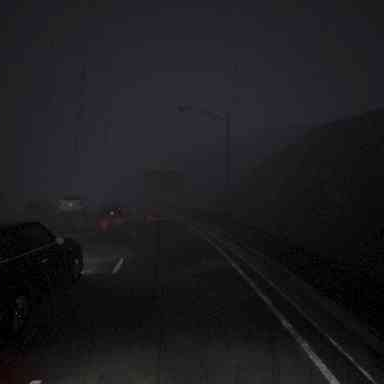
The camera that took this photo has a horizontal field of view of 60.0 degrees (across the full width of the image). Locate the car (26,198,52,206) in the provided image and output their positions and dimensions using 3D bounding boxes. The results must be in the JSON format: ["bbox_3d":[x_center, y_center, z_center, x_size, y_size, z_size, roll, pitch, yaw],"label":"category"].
[{"bbox_3d":[-15.526,1.390,33.861,1.882,1.535,5.008,0,0,-16],"label":"car"}]

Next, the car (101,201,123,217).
[{"bbox_3d":[-7.368,1.510,30.558,1.895,1.301,4.718,0,0,-14],"label":"car"}]

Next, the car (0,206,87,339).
[{"bbox_3d":[-3.754,1.336,6.653,2.097,1.767,4.553,0,0,-3],"label":"car"}]

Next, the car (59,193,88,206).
[{"bbox_3d":[-11.197,1.134,31.455,2.150,2.045,5.566,0,0,-14],"label":"car"}]

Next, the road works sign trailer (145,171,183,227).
[{"bbox_3d":[-1.929,0.392,22.145,2.380,3.560,2.880,0,0,-12],"label":"road works sign trailer"}]
